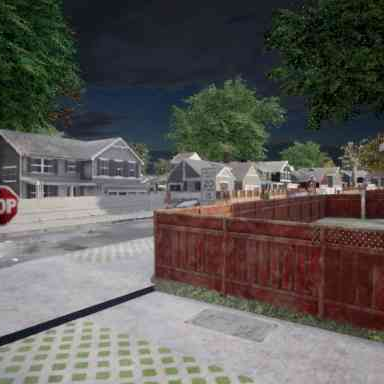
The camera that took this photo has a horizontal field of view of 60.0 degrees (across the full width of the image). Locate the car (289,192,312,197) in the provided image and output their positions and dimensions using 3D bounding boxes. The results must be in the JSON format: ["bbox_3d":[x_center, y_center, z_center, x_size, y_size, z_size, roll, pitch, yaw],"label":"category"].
[{"bbox_3d":[13.262,0.802,38.837,1.812,1.442,4.674,0,1,35],"label":"car"}]

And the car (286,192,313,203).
[{"bbox_3d":[14.997,0.690,46.130,2.033,1.411,5.357,0,1,35],"label":"car"}]

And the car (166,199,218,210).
[{"bbox_3d":[0.440,1.161,20.466,1.882,1.535,5.008,0,1,35],"label":"car"}]
